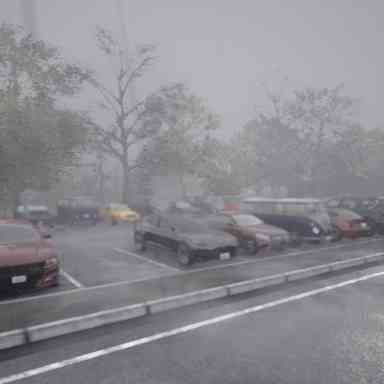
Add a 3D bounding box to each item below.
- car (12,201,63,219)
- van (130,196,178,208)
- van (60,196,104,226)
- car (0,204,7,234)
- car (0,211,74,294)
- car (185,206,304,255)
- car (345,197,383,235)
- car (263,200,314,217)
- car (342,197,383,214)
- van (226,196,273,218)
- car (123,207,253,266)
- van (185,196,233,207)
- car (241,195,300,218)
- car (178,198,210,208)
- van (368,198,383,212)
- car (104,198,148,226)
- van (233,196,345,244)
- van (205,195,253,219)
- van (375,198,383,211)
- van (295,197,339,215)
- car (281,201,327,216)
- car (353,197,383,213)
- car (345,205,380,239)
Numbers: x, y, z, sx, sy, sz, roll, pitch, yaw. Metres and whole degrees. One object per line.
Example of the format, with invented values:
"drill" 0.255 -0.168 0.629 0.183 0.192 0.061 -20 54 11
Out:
"car" -10.112 1.489 21.095 2.231 1.521 4.892 0 0 -35
"van" -3.281 1.272 25.828 1.878 1.987 4.442 0 0 -35
"van" -7.928 1.266 22.803 1.878 1.987 4.442 0 0 -35
"car" -12.369 1.485 19.488 2.097 1.535 5.008 0 0 -35
"car" -4.934 1.486 8.737 2.097 1.535 5.008 0 0 -35
"car" 1.849 1.536 13.569 2.002 1.452 4.674 0 0 -35
"car" 8.603 1.270 18.416 2.435 2.045 5.566 1 -1 -35
"car" 10.171 1.713 35.554 2.097 1.535 5.008 1 -1 -35
"car" 23.721 1.749 45.186 2.435 2.045 5.566 1 -1 -35
"van" 5.491 1.390 32.368 1.878 1.987 4.442 1 -1 -35
"car" -0.394 1.522 11.931 2.163 1.488 4.792 0 0 -36
"van" 1.109 1.294 28.958 1.878 1.987 4.442 1 0 -35
"car" 7.831 1.412 33.858 2.435 2.045 5.566 1 -1 -35
"car" -1.096 1.501 27.536 2.097 1.535 5.008 0 0 -35
"van" 28.282 1.870 48.328 1.878 1.987 4.442 1 -1 -35
"car" -5.496 1.492 24.166 1.946 1.575 5.366 0 0 -36
"van" 4.179 1.273 15.084 1.878 1.987 4.442 0 0 -35
"van" 3.337 1.344 30.833 1.878 1.987 4.442 1 -1 -35
"van" 30.403 1.917 50.126 1.878 1.987 4.442 1 -1 -35
"van" 14.512 1.581 38.799 1.878 1.987 4.442 1 -1 -35
"car" 12.425 1.801 37.165 2.002 1.452 4.674 1 -1 -35
"car" 25.977 1.796 46.793 2.435 2.045 5.566 1 -1 -35
"car" 6.360 1.532 16.817 2.163 1.488 4.792 1 0 -35
